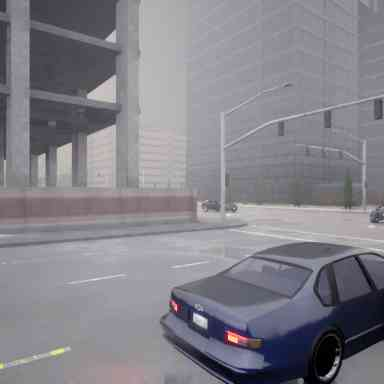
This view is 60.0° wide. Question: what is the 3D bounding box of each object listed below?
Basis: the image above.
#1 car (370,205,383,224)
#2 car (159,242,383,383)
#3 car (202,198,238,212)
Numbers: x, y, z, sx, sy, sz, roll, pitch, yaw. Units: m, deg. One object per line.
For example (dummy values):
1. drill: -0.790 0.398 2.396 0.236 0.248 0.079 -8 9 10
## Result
1. car: 14.382 1.352 23.240 4.553 1.767 2.097 0 0 -37
2. car: 2.149 1.547 5.324 5.357 1.411 2.033 0 0 -35
3. car: 3.074 1.505 37.408 1.837 1.490 4.892 0 0 -36
